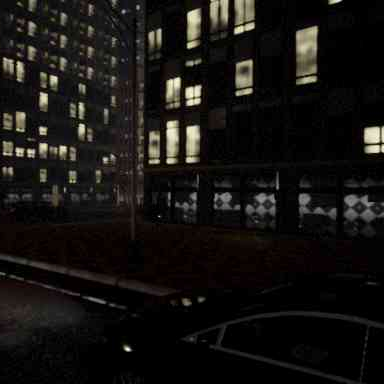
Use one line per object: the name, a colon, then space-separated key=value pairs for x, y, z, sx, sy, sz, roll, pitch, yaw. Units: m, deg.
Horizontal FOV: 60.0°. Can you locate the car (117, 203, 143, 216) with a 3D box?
car: x=-6.341 y=1.977 z=38.040 sx=1.752 sy=1.417 sz=4.829 roll=0 pitch=0 yaw=36

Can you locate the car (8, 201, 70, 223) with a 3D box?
car: x=-13.144 y=1.667 z=28.832 sx=2.192 sy=1.841 sz=5.009 roll=0 pitch=0 yaw=36

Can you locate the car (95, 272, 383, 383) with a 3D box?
car: x=1.209 y=1.494 z=2.819 sx=4.902 sy=1.511 sz=2.128 roll=0 pitch=0 yaw=35

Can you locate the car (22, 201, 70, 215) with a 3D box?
car: x=-16.637 y=1.835 z=38.208 sx=1.752 sy=1.417 sz=4.829 roll=0 pitch=0 yaw=36
